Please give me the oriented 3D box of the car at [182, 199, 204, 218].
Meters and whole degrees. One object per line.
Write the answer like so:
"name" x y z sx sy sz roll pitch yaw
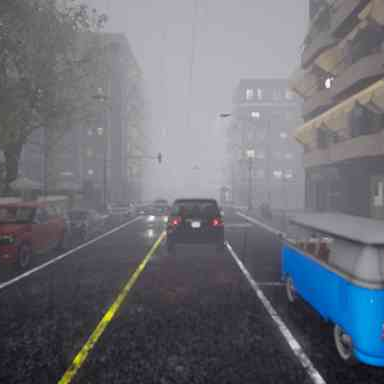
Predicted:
"car" 0.087 1.425 30.466 1.882 1.535 5.008 0 0 0

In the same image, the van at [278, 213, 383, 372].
"van" 2.684 1.331 5.528 1.690 1.788 3.998 0 0 0

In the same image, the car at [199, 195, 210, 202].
"car" 2.654 1.432 71.351 2.008 1.369 4.403 0 0 0

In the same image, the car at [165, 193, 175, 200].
"car" -5.736 1.170 88.268 2.192 1.841 5.009 0 0 0

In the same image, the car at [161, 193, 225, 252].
"car" 0.104 1.196 13.937 2.150 2.045 5.566 0 0 -1

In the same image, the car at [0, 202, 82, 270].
"car" -5.700 1.295 11.059 2.192 1.841 5.009 0 0 0

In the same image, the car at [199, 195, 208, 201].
"car" 2.651 1.417 76.989 1.887 1.381 4.507 0 0 0

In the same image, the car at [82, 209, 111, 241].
"car" -5.700 1.536 16.595 1.947 1.339 4.313 0 0 0

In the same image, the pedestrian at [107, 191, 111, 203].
"pedestrian" -12.736 0.817 51.064 0.375 1.860 0.375 0 -1 -1

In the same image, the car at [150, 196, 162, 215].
"car" -3.018 1.459 33.189 1.837 1.490 4.892 0 0 0

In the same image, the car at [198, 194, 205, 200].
"car" 2.643 1.287 93.906 1.967 1.590 4.097 0 0 0

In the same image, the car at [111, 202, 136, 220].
"car" -5.705 1.533 27.665 1.802 1.307 4.206 0 0 0

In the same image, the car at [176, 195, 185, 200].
"car" -3.040 1.397 88.693 1.994 1.385 4.181 0 0 0
